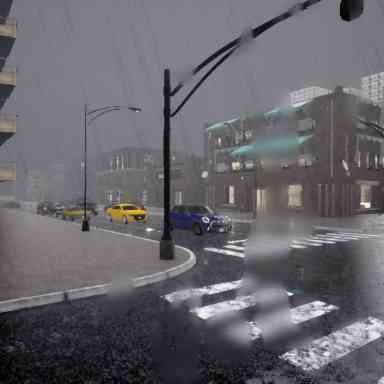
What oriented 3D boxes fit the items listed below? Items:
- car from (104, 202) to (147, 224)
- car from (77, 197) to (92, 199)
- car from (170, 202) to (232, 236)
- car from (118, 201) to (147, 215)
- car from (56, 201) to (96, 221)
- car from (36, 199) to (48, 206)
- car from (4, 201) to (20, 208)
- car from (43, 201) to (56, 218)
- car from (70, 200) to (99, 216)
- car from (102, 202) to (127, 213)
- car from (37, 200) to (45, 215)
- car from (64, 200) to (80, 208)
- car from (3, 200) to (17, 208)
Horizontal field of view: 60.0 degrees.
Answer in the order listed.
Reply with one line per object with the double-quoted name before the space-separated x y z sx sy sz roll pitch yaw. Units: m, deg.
"car" -5.522 1.768 28.035 1.882 1.535 5.008 0 -1 -35
"car" -18.717 1.913 57.190 2.150 2.045 5.566 0 -1 -36
"car" 0.299 1.524 19.885 2.097 1.767 4.553 0 -1 -36
"car" -7.271 1.879 40.464 1.967 1.590 4.097 -1 0 -36
"car" -10.784 1.873 30.802 1.752 1.417 4.829 -1 0 -36
"car" -37.079 2.589 82.166 1.752 1.417 4.829 -1 0 -36
"car" -33.918 2.376 63.321 1.887 1.381 4.507 -1 0 -36
"car" -14.139 1.968 35.591 2.008 1.369 4.403 -1 0 -36
"car" -11.964 1.929 37.069 1.837 1.490 4.892 0 -1 -35
"car" -10.585 2.089 45.070 1.802 1.307 4.206 -1 0 -36
"car" -17.410 1.926 40.232 1.967 1.590 4.097 -1 0 -36
"car" -22.733 2.296 62.883 1.812 1.442 4.674 0 -1 -36
"car" -37.218 2.451 67.941 2.008 1.369 4.403 -1 0 -36
